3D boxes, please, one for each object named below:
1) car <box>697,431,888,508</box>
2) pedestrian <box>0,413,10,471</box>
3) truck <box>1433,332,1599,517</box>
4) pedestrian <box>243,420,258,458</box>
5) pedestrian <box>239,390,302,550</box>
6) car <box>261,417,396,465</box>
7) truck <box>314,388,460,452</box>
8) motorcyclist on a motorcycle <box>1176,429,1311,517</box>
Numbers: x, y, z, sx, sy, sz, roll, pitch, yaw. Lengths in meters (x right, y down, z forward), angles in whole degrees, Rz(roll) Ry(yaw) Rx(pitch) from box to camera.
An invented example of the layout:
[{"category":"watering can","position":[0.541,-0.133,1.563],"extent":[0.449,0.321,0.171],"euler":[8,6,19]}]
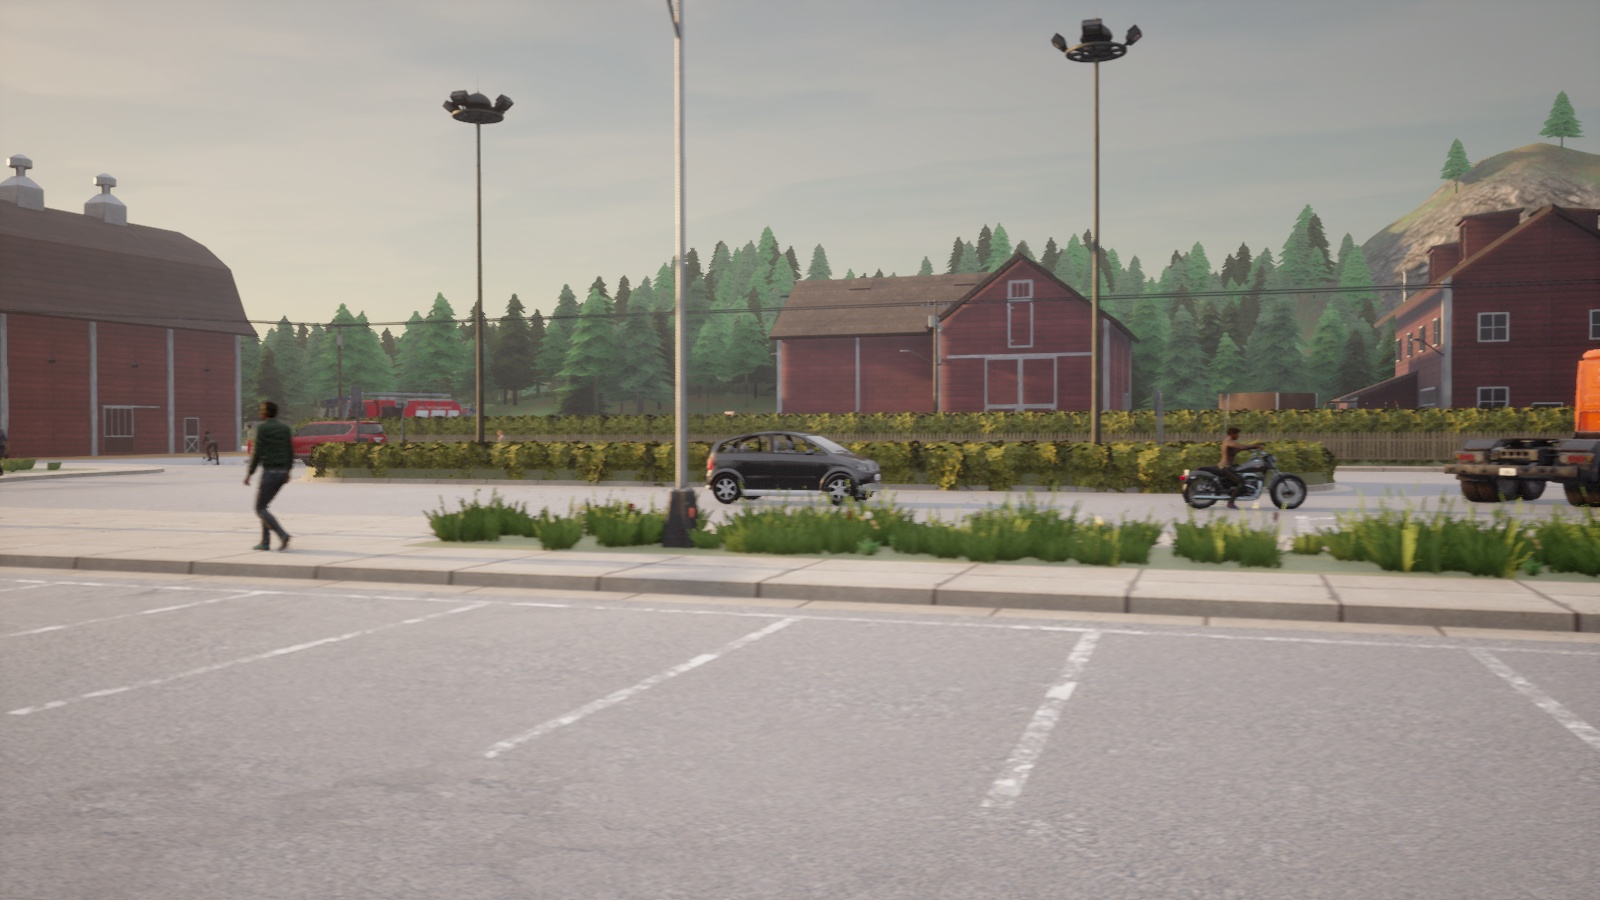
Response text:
[{"category":"car","position":[-0.144,0.374,26.865],"extent":[3.705,1.549,1.789],"euler":[0,1,19]},{"category":"pedestrian","position":[-25.823,-0.261,40.341],"extent":[0.540,1.848,0.694],"euler":[0,1,-10]},{"category":"truck","position":[17.183,-0.522,26.915],"extent":[7.936,3.462,2.891],"euler":[0,1,-34]},{"category":"pedestrian","position":[-26.880,-0.526,61.418],"extent":[0.594,1.836,0.345],"euler":[0,1,7]},{"category":"pedestrian","position":[-6.218,0.222,14.750],"extent":[0.614,1.847,0.353],"euler":[1,1,25]},{"category":"car","position":[-21.089,-0.434,56.216],"extent":[5.566,2.045,2.150],"euler":[1,1,19]},{"category":"truck","position":[-25.759,-1.847,78.804],"extent":[2.891,3.827,8.468],"euler":[1,1,38]},{"category":"motorcyclist on a motorcycle","position":[8.555,0.420,24.299],"extent":[2.350,1.649,0.766],"euler":[1,1,8]}]
